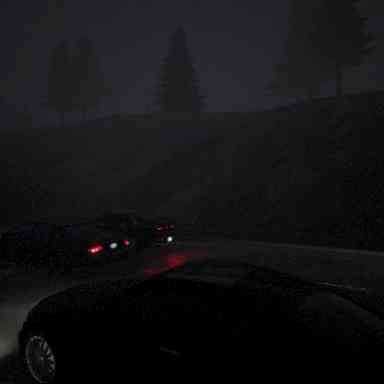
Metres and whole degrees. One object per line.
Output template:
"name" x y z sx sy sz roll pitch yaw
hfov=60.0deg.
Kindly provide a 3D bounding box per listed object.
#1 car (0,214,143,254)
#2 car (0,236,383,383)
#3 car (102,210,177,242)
"car" -4.407 1.541 10.311 5.357 1.411 2.033 0 0 26
"car" 0.058 1.515 3.676 4.674 1.442 1.812 0 0 33
"car" -2.958 1.485 13.380 4.892 1.490 1.837 0 0 28
